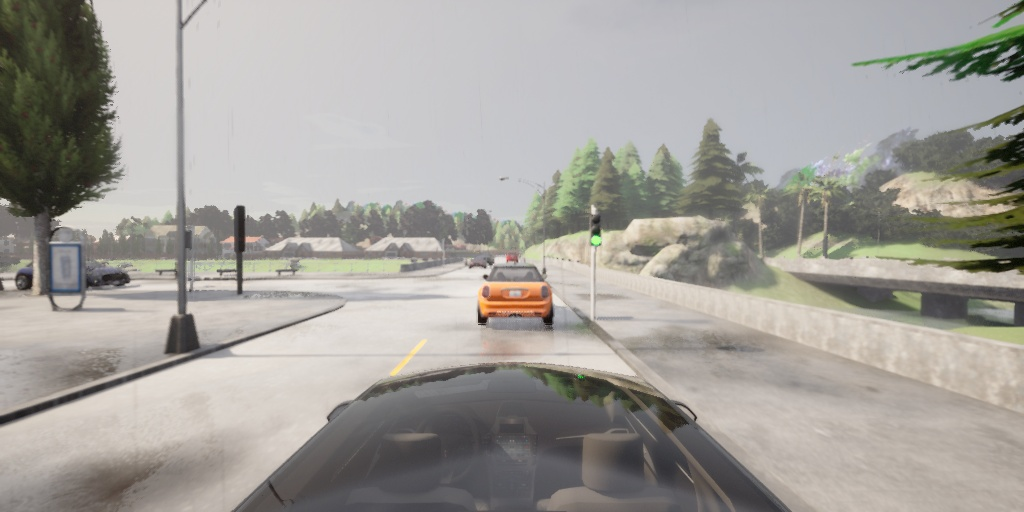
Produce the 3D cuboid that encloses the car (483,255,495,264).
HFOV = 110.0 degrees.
[{"bbox_3d":[-4.032,0.534,63.850,1.837,1.490,4.892,0,1,0],"label":"car"}]

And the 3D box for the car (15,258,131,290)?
[{"bbox_3d":[-24.114,0.891,19.828,4.553,1.767,2.097,0,1,0],"label":"car"}]

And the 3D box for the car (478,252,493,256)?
[{"bbox_3d":[-4.107,0.371,53.474,2.150,2.045,5.566,0,1,0],"label":"car"}]

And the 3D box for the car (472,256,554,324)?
[{"bbox_3d":[0.089,0.987,11.563,2.097,1.767,4.553,0,1,0],"label":"car"}]

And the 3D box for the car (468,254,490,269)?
[{"bbox_3d":[-4.117,0.825,43.882,1.994,1.385,4.181,0,1,0],"label":"car"}]

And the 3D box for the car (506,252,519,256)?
[{"bbox_3d":[0.068,0.245,64.358,2.150,2.045,5.566,0,1,0],"label":"car"}]
